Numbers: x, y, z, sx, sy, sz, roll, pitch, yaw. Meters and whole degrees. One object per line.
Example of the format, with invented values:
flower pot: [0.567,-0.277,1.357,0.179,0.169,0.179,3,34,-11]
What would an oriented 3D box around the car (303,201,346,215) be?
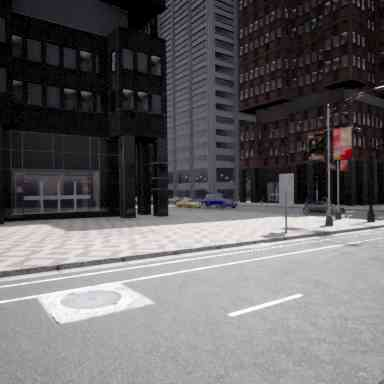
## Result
car: [13.533,1.626,34.237,1.994,1.385,4.181,-1,0,-36]

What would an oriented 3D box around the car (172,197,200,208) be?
car: [-0.547,1.699,49.349,1.752,1.417,4.829,-1,1,-36]

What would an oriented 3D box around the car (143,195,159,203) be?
car: [-9.478,1.594,76.508,1.967,1.590,4.097,-1,1,-36]

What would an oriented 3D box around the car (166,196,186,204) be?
car: [-3.268,1.636,67.819,1.752,1.417,4.829,-1,1,-36]

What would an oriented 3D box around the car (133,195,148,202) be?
car: [-12.632,1.618,80.922,1.967,1.590,4.097,-1,1,-36]

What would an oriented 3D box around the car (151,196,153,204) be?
car: [-6.578,1.795,62.548,1.994,1.385,4.181,-1,0,-36]

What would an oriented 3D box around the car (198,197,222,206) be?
car: [3.139,1.612,58.853,1.887,1.381,4.507,-1,1,-36]

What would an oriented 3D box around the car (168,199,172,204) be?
car: [-1.570,1.672,60.752,2.033,1.411,5.357,-1,0,-35]

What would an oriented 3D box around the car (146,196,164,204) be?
car: [-7.765,1.652,69.366,1.812,1.442,4.674,-1,0,-36]

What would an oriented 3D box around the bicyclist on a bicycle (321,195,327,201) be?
bicyclist on a bicycle: [17.416,1.252,43.805,1.656,1.620,0.582,-1,1,-36]

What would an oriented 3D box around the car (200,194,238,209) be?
car: [4.059,1.340,47.483,2.150,2.045,5.566,-1,0,-36]
